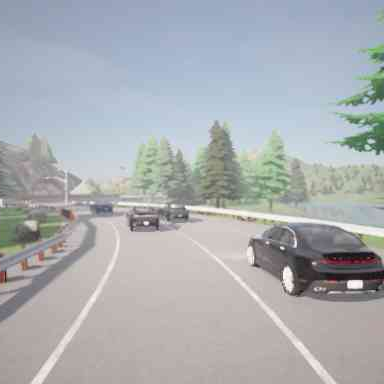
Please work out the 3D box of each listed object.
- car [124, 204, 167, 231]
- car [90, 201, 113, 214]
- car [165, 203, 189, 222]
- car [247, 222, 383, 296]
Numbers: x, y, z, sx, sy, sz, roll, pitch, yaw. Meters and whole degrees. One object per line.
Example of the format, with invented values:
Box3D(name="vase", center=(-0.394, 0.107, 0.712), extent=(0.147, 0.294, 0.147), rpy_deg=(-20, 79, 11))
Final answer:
Box3D(name="car", center=(-3.345, 1.647, 21.982), extent=(2.128, 1.511, 4.902), rpy_deg=(0, 0, -15))
Box3D(name="car", center=(-10.884, 1.786, 39.724), extent=(1.882, 1.535, 5.008), rpy_deg=(0, 0, -29))
Box3D(name="car", center=(-1.725, 1.675, 28.217), extent=(2.128, 1.511, 4.902), rpy_deg=(0, 0, -19))
Box3D(name="car", center=(2.856, 1.543, 8.789), extent=(1.837, 1.490, 4.892), rpy_deg=(0, 0, -6))
